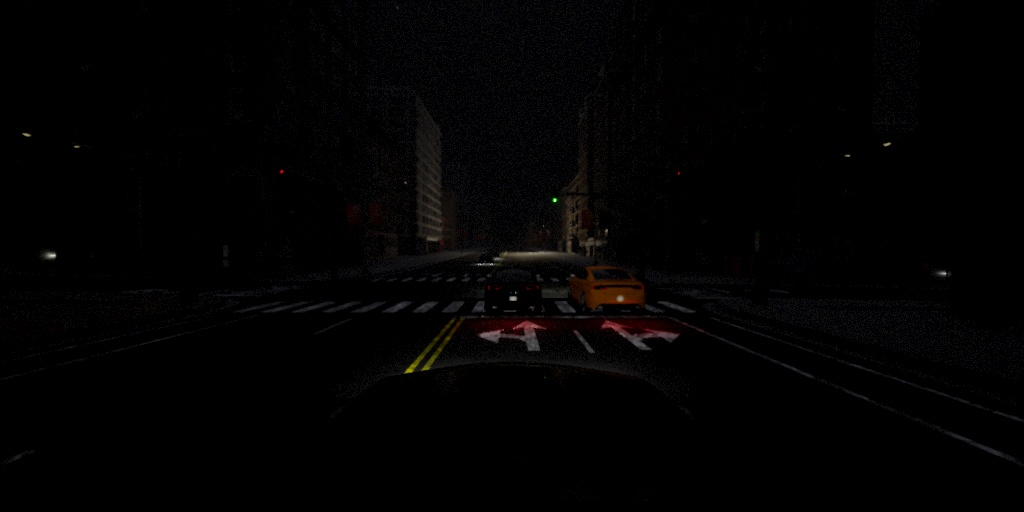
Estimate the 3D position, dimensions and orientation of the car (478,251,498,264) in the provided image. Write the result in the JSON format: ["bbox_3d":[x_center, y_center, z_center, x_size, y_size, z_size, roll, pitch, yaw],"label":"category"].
[{"bbox_3d":[-3.356,0.231,47.363,2.033,1.411,5.357,0,2,0],"label":"car"}]

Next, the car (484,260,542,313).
[{"bbox_3d":[0.055,1.095,13.372,1.882,1.535,5.008,0,1,0],"label":"car"}]

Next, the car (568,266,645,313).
[{"bbox_3d":[3.305,1.095,13.355,1.882,1.535,5.008,0,1,0],"label":"car"}]
